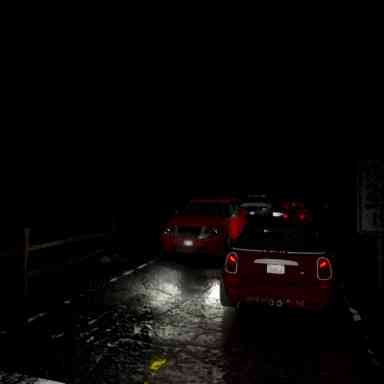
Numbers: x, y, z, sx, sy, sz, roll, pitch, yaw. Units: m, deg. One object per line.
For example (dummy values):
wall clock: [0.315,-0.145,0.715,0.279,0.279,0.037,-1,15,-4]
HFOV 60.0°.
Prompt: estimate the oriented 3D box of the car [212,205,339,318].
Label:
car: [2.090,1.357,7.788,2.097,1.767,4.553,0,0,18]

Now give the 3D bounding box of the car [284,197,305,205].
car: [11.239,1.377,36.567,2.097,1.767,4.553,0,0,18]

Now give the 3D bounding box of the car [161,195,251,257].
car: [0.717,1.231,12.894,2.150,2.045,5.566,0,0,18]

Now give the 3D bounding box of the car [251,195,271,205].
car: [5.320,1.243,27.426,2.150,2.045,5.566,0,0,18]

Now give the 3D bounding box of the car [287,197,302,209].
car: [14.241,1.508,46.212,1.882,1.535,5.008,0,0,18]
